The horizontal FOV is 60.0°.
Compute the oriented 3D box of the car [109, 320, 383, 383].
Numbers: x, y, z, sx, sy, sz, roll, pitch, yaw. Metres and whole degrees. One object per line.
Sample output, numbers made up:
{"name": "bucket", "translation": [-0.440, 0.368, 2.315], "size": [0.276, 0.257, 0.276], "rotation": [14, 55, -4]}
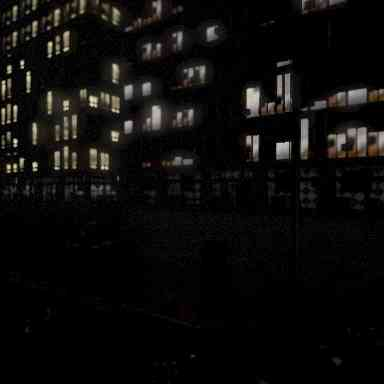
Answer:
{"name": "car", "translation": [1.233, 1.566, 1.990], "size": [4.313, 1.339, 1.947], "rotation": [0, 0, 36]}
